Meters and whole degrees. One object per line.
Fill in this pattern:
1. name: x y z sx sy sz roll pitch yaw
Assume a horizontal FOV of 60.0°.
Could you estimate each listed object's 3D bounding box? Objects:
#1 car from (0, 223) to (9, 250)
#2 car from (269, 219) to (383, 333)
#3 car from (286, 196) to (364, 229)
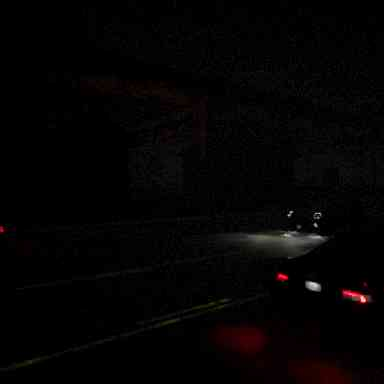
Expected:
1. car: -8.587 1.367 10.762 4.553 1.767 2.097 -1 1 -35
2. car: 3.872 1.435 6.516 5.357 1.411 2.033 -1 1 -36
3. car: 7.056 1.090 17.559 4.553 1.767 2.097 -1 1 -35
